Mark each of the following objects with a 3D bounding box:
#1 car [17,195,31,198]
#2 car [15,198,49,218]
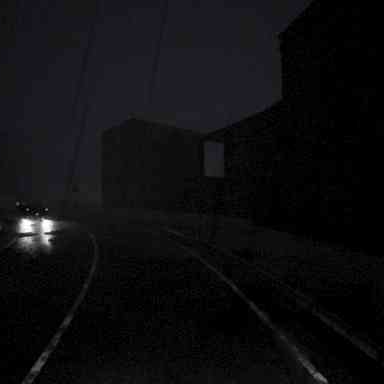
[{"bbox_3d":[-33.545,1.251,66.303,2.033,1.411,5.357,1,0,-13],"label":"car"},{"bbox_3d":[-13.849,1.482,28.907,1.895,1.301,4.718,3,-1,-35],"label":"car"}]
